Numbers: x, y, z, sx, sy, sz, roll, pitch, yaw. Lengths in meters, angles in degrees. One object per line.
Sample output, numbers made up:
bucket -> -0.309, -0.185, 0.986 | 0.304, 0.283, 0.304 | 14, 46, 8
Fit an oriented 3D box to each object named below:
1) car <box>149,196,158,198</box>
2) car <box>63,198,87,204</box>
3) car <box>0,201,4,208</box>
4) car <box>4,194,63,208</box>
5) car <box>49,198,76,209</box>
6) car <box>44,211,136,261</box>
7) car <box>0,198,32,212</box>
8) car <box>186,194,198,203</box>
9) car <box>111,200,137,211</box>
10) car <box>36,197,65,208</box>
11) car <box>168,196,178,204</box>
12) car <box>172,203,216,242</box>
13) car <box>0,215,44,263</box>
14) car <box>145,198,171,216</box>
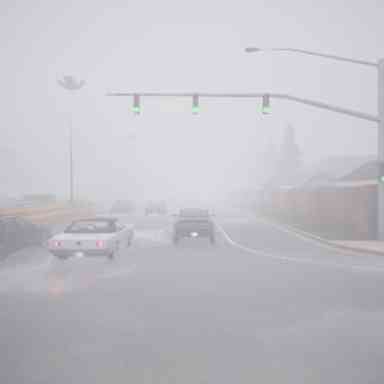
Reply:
car -> -6.947, 1.491, 59.953 | 1.812, 1.442, 4.674 | 0, 0, 0
car -> -14.006, 1.482, 40.000 | 1.837, 1.490, 4.892 | 0, 0, 0
car -> -17.505, 1.471, 35.046 | 2.128, 1.511, 4.902 | 0, 0, 0
car -> -14.031, 1.204, 29.868 | 2.150, 2.045, 5.566 | 0, 0, 0
car -> -17.507, 1.538, 45.085 | 1.994, 1.385, 4.181 | 0, 0, 0
car -> -3.402, 1.594, 12.274 | 1.895, 1.301, 4.718 | 0, 0, 0
car -> -21.006, 1.469, 39.105 | 2.128, 1.511, 4.902 | 0, 0, 0
car -> -0.008, 1.461, 54.419 | 2.128, 1.511, 4.902 | 0, 0, 0
car -> -6.904, 1.528, 34.005 | 2.033, 1.411, 5.357 | 0, 0, 0
car -> -21.007, 1.519, 49.501 | 2.033, 1.411, 5.357 | 0, 0, 0
car -> -3.459, 1.492, 58.413 | 1.812, 1.442, 4.674 | 0, 0, 1
car -> 0.098, 1.496, 16.194 | 1.837, 1.490, 4.892 | 0, 0, 0
car -> -6.902, 1.540, 11.872 | 2.033, 1.411, 5.357 | 0, 0, 0
car -> -3.404, 1.582, 32.761 | 1.895, 1.301, 4.718 | 0, 0, 0
